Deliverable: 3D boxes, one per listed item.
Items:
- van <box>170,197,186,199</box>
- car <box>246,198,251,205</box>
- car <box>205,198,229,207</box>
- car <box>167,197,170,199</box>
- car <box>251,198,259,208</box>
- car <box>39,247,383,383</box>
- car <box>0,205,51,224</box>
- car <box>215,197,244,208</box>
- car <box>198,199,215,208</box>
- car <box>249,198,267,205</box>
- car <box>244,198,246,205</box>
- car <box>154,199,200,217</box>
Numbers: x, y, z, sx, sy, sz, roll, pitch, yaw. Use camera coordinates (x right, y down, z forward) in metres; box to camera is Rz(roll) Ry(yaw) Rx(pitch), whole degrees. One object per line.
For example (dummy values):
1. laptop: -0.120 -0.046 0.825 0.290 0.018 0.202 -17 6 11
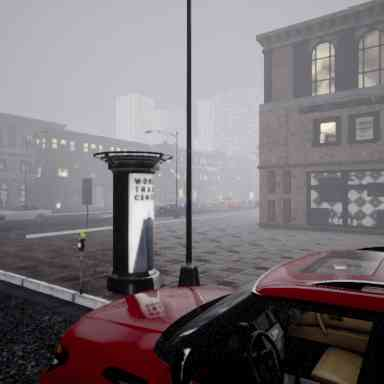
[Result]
1. van: -2.070 1.518 46.672 1.690 1.788 3.998 0 0 35
2. car: 10.640 1.846 64.755 2.008 1.369 4.403 0 -1 35
3. car: 4.187 1.759 55.574 1.752 1.417 4.829 0 -1 35
4. car: -5.344 1.674 42.010 1.752 1.417 4.829 0 0 35
5. car: 11.142 1.676 50.896 1.967 1.590 4.097 0 -1 35
6. car: 1.156 1.315 2.051 5.009 1.841 2.192 0 0 36
7. car: -13.568 1.668 25.799 1.895 1.301 4.718 0 0 35
8. car: 5.863 1.580 53.309 2.097 1.767 4.553 0 0 36
9. car: 1.108 1.756 51.192 2.008 1.369 4.403 0 0 35
10. car: 13.817 1.876 69.277 2.008 1.369 4.403 0 -1 35
11. car: 7.463 1.815 60.234 2.008 1.369 4.403 0 -1 35
12. car: -1.524 1.670 32.782 1.887 1.381 4.507 0 0 35
